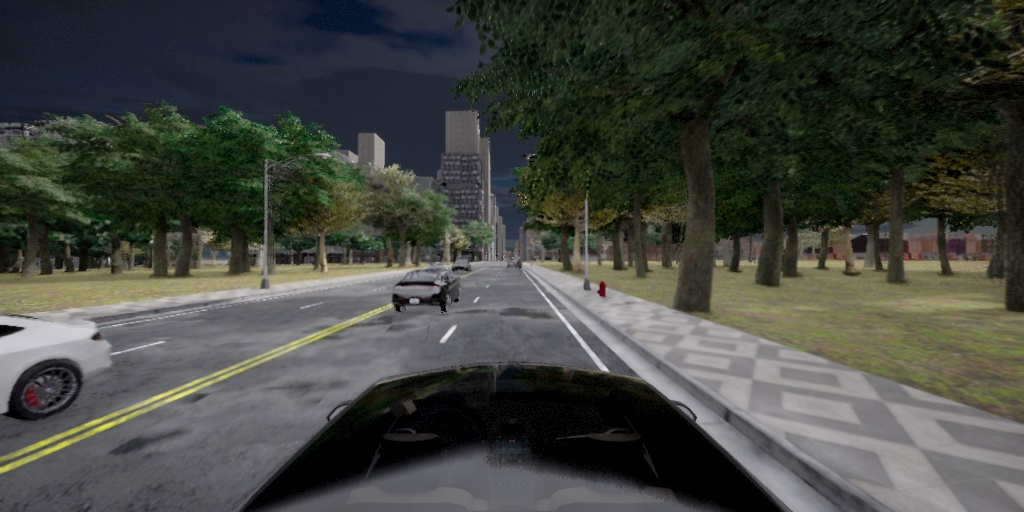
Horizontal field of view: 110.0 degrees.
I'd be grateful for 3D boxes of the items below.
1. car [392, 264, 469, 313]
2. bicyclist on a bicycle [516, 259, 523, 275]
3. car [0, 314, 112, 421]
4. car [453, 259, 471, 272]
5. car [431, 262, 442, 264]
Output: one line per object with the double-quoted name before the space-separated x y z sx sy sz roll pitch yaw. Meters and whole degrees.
"car" -3.149 1.251 14.001 2.128 1.511 4.902 0 0 0
"bicyclist on a bicycle" 0.896 1.286 38.795 0.582 1.620 1.656 0 -1 0
"car" -6.587 1.276 3.138 1.812 1.442 4.674 0 0 0
"car" -6.567 1.221 46.930 2.097 1.767 4.553 0 0 0
"car" -9.824 1.465 45.708 1.895 1.301 4.718 0 0 0
